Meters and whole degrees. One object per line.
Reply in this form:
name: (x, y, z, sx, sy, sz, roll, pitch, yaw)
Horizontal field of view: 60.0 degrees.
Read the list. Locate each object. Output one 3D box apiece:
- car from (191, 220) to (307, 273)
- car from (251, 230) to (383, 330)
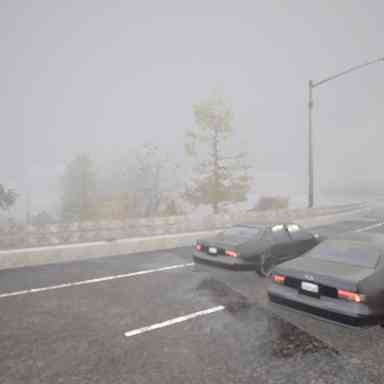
car: (2.468, 1.579, 10.341, 5.357, 1.411, 2.033, 0, 0, -40)
car: (3.814, 1.565, 6.917, 5.357, 1.411, 2.033, 0, 0, -40)
